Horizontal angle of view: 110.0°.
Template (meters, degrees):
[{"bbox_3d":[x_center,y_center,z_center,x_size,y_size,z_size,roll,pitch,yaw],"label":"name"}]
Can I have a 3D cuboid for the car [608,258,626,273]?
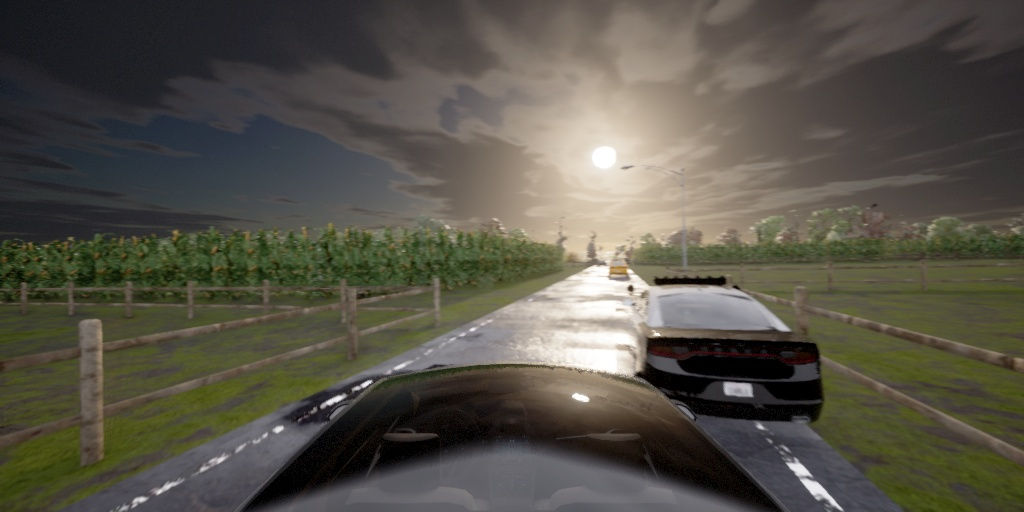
[{"bbox_3d":[13.253,1.146,45.323,2.097,1.767,4.553,-1,0,17],"label":"car"}]

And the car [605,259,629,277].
[{"bbox_3d":[10.465,1.264,35.382,1.882,1.535,5.008,-1,0,16],"label":"car"}]

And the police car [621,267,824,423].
[{"bbox_3d":[2.989,1.149,6.112,1.930,1.638,5.238,-1,0,16],"label":"police car"}]
